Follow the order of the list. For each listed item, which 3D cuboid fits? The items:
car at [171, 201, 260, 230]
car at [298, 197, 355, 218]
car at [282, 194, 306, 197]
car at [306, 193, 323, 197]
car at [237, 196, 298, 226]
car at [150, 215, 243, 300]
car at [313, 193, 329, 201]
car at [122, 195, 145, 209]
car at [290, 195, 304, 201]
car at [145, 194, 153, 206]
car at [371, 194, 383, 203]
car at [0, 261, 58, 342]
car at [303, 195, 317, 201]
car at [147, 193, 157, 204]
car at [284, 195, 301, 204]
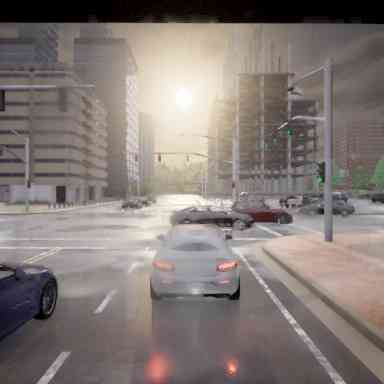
[{"bbox_3d":[1.129,1.491,19.365,4.902,1.511,2.128,0,0,-1],"label":"car"},{"bbox_3d":[12.096,1.491,30.074,4.902,1.511,2.128,0,0,0],"label":"car"},{"bbox_3d":[13.061,1.153,44.309,1.932,1.855,4.605,0,0,0],"label":"car"},{"bbox_3d":[15.956,1.156,44.268,1.905,1.878,3.866,0,0,0],"label":"car"},{"bbox_3d":[4.526,1.352,22.886,4.553,1.767,2.097,0,0,0],"label":"car"},{"bbox_3d":[0.070,1.526,8.262,1.812,1.442,4.674,0,0,0],"label":"car"},{"bbox_3d":[29.850,1.153,76.955,1.932,1.855,4.605,0,0,0],"label":"car"},{"bbox_3d":[-8.090,1.352,44.850,2.097,1.767,4.553,0,0,0],"label":"car"},{"bbox_3d":[24.272,1.395,76.878,1.970,1.475,3.806,0,0,0],"label":"car"},{"bbox_3d":[-8.168,1.477,55.300,1.882,1.535,5.008,0,0,0],"label":"car"},{"bbox_3d":[35.474,1.153,61.921,1.932,1.855,4.605,0,0,0],"label":"car"},{"bbox_3d":[-3.442,1.526,4.387,1.812,1.442,4.674,0,0,0],"label":"car"},{"bbox_3d":[27.167,1.364,76.892,1.784,1.438,3.905,0,0,0],"label":"car"},{"bbox_3d":[-8.207,1.221,65.881,2.150,2.045,5.566,0,0,-1],"label":"car"},{"bbox_3d":[18.577,1.395,61.749,1.970,1.475,3.806,0,0,0],"label":"car"}]
